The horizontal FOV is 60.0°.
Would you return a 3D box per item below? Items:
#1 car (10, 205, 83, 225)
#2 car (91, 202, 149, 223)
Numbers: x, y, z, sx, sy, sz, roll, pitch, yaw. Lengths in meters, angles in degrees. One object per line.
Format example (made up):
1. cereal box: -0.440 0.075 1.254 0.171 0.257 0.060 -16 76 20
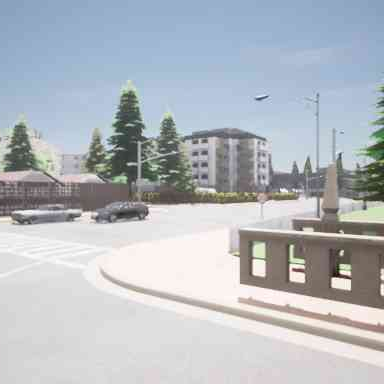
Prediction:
1. car: -10.599 1.604 24.423 1.895 1.301 4.718 0 0 38
2. car: -5.401 1.492 25.428 2.128 1.511 4.902 0 0 38
